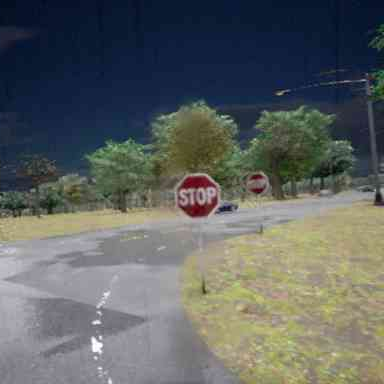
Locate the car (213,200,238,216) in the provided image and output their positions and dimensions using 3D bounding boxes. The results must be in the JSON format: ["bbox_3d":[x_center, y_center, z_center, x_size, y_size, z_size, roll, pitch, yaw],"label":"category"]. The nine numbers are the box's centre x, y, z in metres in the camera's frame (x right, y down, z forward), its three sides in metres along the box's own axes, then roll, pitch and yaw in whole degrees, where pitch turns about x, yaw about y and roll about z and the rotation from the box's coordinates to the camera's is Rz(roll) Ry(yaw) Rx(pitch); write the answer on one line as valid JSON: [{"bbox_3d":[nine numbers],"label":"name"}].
[{"bbox_3d":[2.324,1.437,30.522,1.895,1.301,4.718,-6,-2,37],"label":"car"}]

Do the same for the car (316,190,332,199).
[{"bbox_3d":[23.574,0.330,59.181,1.812,1.442,4.674,-6,-2,37],"label":"car"}]

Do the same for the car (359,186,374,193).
[{"bbox_3d":[37.926,-0.611,71.709,1.837,1.490,4.892,-6,-2,31],"label":"car"}]
